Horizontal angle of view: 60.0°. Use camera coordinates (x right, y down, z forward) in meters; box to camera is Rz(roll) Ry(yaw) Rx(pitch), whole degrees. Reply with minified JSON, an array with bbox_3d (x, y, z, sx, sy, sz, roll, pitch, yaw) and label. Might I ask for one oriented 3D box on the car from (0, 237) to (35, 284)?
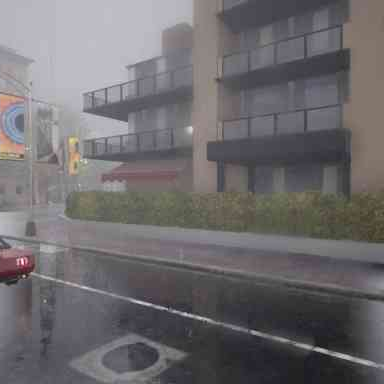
[{"bbox_3d":[-6.009,1.601,8.266,4.718,1.301,1.895,0,0,35],"label":"car"}]
